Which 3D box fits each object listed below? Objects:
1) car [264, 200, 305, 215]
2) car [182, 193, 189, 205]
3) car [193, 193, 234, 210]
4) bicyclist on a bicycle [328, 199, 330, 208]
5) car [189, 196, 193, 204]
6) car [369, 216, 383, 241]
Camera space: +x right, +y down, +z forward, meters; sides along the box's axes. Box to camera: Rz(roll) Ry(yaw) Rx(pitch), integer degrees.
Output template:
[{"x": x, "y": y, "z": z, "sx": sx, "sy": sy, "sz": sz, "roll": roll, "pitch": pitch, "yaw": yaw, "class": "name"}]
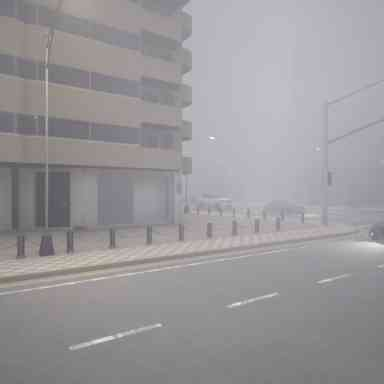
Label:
[{"x": 9.334, "y": 1.509, "z": 33.803, "sx": 1.994, "sy": 1.385, "sz": 4.181, "roll": 0, "pitch": 0, "yaw": -35, "class": "car"}, {"x": -3.434, "y": 1.166, "z": 58.421, "sx": 2.150, "sy": 2.045, "sz": 5.566, "roll": 0, "pitch": 0, "yaw": -34, "class": "car"}, {"x": 2.991, "y": 1.166, "z": 42.814, "sx": 2.150, "sy": 2.045, "sz": 5.566, "roll": 0, "pitch": 0, "yaw": -35, "class": "car"}, {"x": 17.404, "y": 1.245, "z": 43.090, "sx": 1.656, "sy": 1.620, "sz": 0.582, "roll": 0, "pitch": 0, "yaw": -35, "class": "bicyclist on a bicycle"}, {"x": -0.697, "y": 1.449, "z": 60.622, "sx": 1.837, "sy": 1.490, "sz": 4.892, "roll": 0, "pitch": 0, "yaw": -34, "class": "car"}, {"x": 10.064, "y": 1.561, "z": 15.424, "sx": 4.181, "sy": 1.385, "sz": 1.994, "roll": 0, "pitch": 0, "yaw": -35, "class": "car"}]
